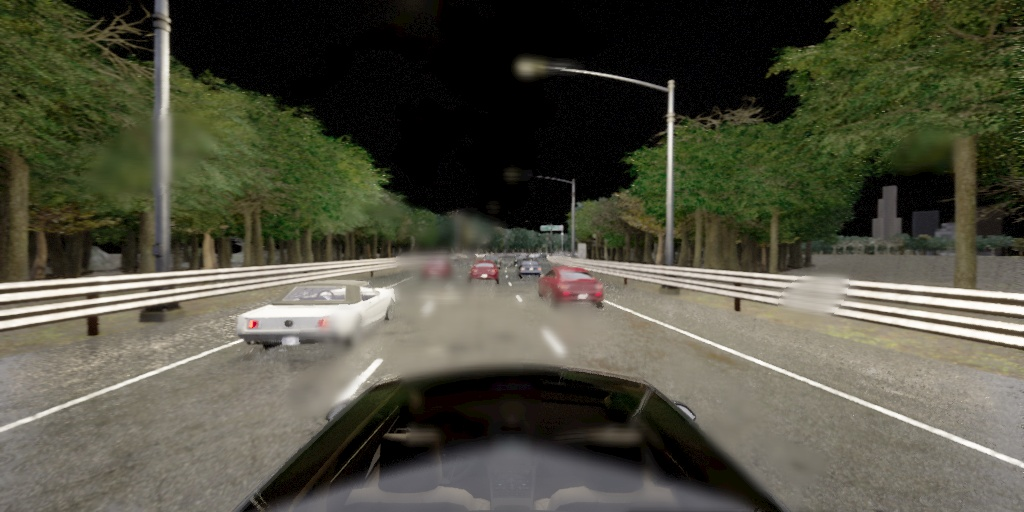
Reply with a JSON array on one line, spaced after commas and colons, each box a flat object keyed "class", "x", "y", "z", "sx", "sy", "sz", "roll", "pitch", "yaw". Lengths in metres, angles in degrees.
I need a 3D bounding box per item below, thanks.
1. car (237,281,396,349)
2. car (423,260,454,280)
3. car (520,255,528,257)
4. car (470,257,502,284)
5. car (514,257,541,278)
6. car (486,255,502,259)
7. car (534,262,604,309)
[{"class": "car", "x": -4.273, "y": 1.255, "z": 8.840, "sx": 1.895, "sy": 1.301, "sz": 4.718, "roll": 0, "pitch": 1, "yaw": -5}, {"class": "car", "x": -5.430, "y": 0.983, "z": 26.790, "sx": 1.812, "sy": 1.442, "sz": 4.674, "roll": 0, "pitch": 1, "yaw": -2}, {"class": "car", "x": 1.311, "y": 0.741, "z": 58.247, "sx": 1.895, "sy": 1.301, "sz": 4.718, "roll": 0, "pitch": 1, "yaw": 2}, {"class": "car", "x": -1.815, "y": 1.029, "z": 24.293, "sx": 1.812, "sy": 1.442, "sz": 4.674, "roll": 0, "pitch": 1, "yaw": -3}, {"class": "car", "x": 1.353, "y": 1.013, "z": 29.154, "sx": 2.033, "sy": 1.411, "sz": 5.357, "roll": 0, "pitch": 1, "yaw": -2}, {"class": "car", "x": -2.287, "y": 0.657, "z": 41.974, "sx": 2.097, "sy": 1.767, "sz": 4.553, "roll": 0, "pitch": 1, "yaw": 0}, {"class": "car", "x": 2.211, "y": 1.157, "z": 14.189, "sx": 1.812, "sy": 1.442, "sz": 4.674, "roll": 0, "pitch": 1, "yaw": -4}]
